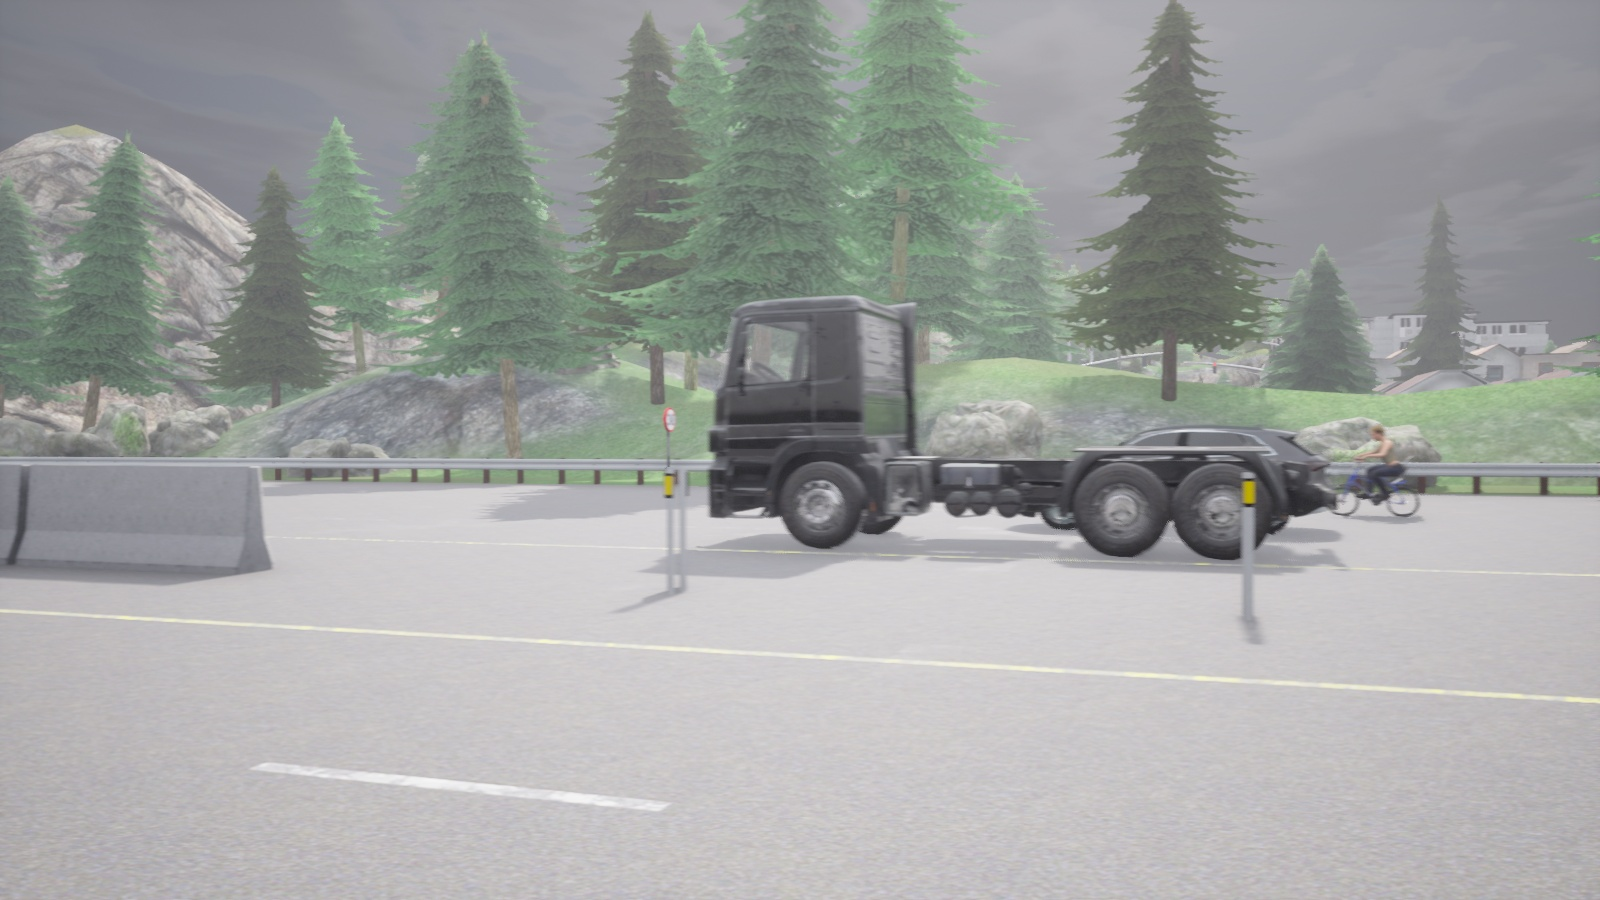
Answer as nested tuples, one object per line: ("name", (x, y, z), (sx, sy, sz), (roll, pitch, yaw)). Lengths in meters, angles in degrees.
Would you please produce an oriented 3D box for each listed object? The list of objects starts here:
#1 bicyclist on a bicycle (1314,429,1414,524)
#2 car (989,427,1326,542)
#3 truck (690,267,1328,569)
("bicyclist on a bicycle", (9.869, 0.447, 22.022), (1.509, 1.612, 0.866), (1, 1, 19))
("car", (5.577, 0.461, 19.778), (4.856, 1.649, 2.033), (0, 1, 19))
("truck", (2.737, -0.417, 17.027), (7.936, 3.462, 2.891), (1, 1, 19))
